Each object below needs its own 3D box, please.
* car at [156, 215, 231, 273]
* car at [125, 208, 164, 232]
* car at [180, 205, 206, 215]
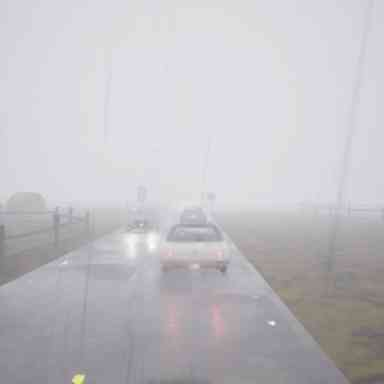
[{"bbox_3d":[0.081,1.655,10.847,1.895,1.301,4.718,0,0,0],"label":"car"},{"bbox_3d":[-2.835,1.673,20.718,1.994,1.385,4.181,0,0,0],"label":"car"},{"bbox_3d":[0.079,1.699,25.122,1.994,1.385,4.181,0,0,0],"label":"car"}]
